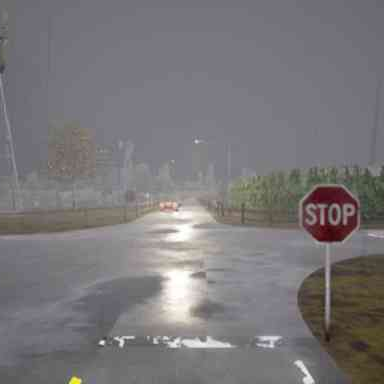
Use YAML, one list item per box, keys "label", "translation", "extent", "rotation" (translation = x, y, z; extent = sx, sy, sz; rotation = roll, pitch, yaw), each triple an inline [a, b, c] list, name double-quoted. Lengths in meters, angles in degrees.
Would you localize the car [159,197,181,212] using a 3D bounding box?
- label: "car"
  translation: [-2.714, 1.475, 40.000]
  extent: [2.097, 1.767, 4.553]
  rotation: [0, -1, 0]
